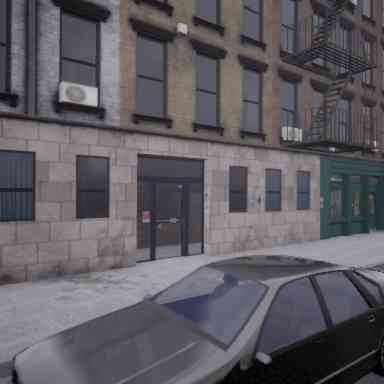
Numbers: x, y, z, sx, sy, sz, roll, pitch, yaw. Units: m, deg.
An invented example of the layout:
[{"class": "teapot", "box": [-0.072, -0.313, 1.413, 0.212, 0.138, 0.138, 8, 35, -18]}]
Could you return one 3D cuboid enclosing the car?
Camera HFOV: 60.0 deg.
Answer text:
[{"class": "car", "box": [0.839, 1.548, 3.988, 5.357, 1.411, 2.033, 0, 0, -36]}]
